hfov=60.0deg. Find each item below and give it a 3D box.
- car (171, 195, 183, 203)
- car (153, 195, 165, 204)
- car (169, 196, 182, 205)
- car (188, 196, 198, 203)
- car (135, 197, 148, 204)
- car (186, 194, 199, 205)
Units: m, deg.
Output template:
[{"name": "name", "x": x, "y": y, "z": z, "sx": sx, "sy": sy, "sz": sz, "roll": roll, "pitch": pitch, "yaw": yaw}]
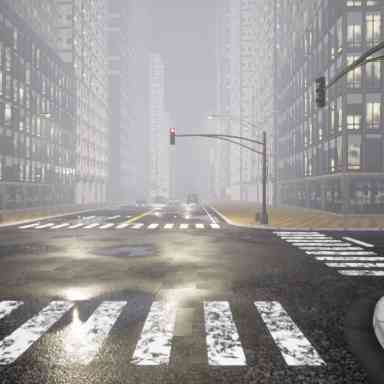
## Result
[{"name": "car", "x": -3.110, "y": 1.495, "z": 70.178, "sx": 2.128, "sy": 1.511, "sz": 4.902, "roll": 0, "pitch": 0, "yaw": 0}, {"name": "car", "x": -6.372, "y": 1.468, "z": 64.382, "sx": 2.097, "sy": 1.767, "sz": 4.553, "roll": 0, "pitch": 0, "yaw": 0}, {"name": "car", "x": -3.130, "y": 1.702, "z": 60.206, "sx": 1.895, "sy": 1.301, "sz": 4.718, "roll": 0, "pitch": 0, "yaw": 0}, {"name": "car", "x": 0.141, "y": 1.541, "z": 70.588, "sx": 1.994, "sy": 1.385, "sz": 4.181, "roll": 0, "pitch": 0, "yaw": 0}, {"name": "car", "x": -9.622, "y": 1.663, "z": 64.357, "sx": 2.033, "sy": 1.411, "sz": 5.357, "roll": 0, "pitch": 0, "yaw": 0}, {"name": "car", "x": 0.120, "y": 1.322, "z": 60.201, "sx": 2.150, "sy": 2.045, "sz": 5.566, "roll": 0, "pitch": 0, "yaw": 0}]
